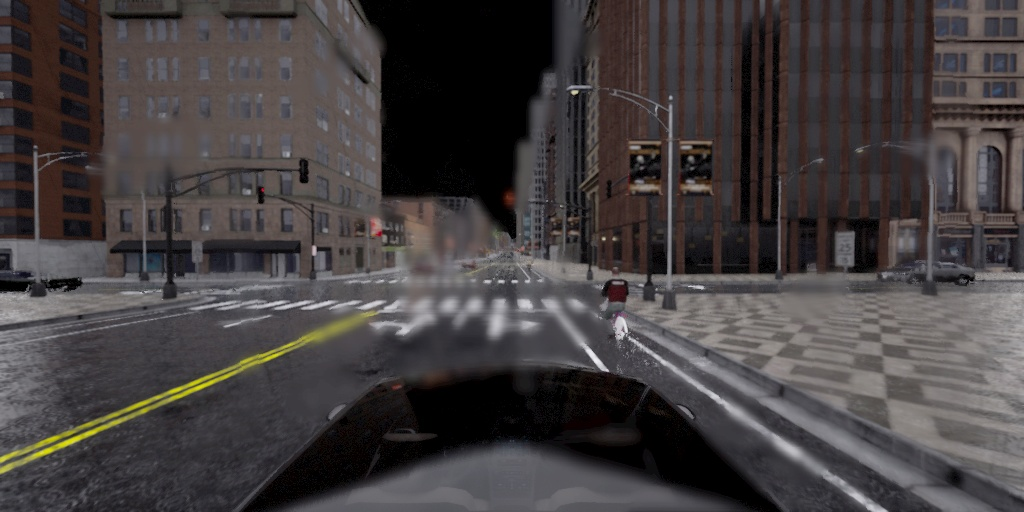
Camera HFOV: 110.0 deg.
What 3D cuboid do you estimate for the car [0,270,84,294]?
[{"bbox_3d":[-27.969,1.480,20.678,4.718,1.301,1.895,0,1,0],"label":"car"}]

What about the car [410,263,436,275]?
[{"bbox_3d":[-9.874,1.406,39.971,1.895,1.301,4.718,0,0,0],"label":"car"}]

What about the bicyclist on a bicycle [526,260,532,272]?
[{"bbox_3d":[2.241,1.251,46.530,0.866,1.612,1.509,0,0,0],"label":"bicyclist on a bicycle"}]

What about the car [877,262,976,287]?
[{"bbox_3d":[26.154,1.120,22.748,4.902,1.511,2.128,0,1,0],"label":"car"}]

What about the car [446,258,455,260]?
[{"bbox_3d":[-9.861,1.180,56.235,2.097,1.767,4.553,0,0,0],"label":"car"}]

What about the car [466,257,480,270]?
[{"bbox_3d":[-6.610,1.306,56.216,1.882,1.535,5.008,0,0,0],"label":"car"}]

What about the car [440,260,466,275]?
[{"bbox_3d":[-6.625,1.406,39.972,1.895,1.301,4.718,0,0,0],"label":"car"}]

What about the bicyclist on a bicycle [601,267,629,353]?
[{"bbox_3d":[2.253,1.126,7.994,0.659,1.776,1.843,0,0,0],"label":"bicyclist on a bicycle"}]
